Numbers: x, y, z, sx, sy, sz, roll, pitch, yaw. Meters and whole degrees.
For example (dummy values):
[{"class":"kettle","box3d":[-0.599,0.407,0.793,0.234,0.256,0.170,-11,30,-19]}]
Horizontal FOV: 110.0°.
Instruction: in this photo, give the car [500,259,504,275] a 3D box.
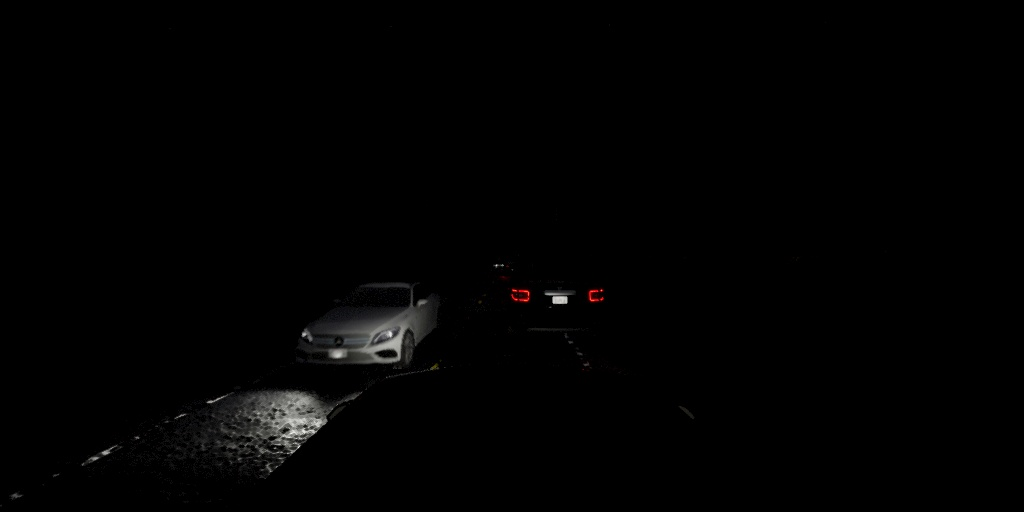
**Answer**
[{"class":"car","box3d":[0.036,1.222,38.246,1.882,1.535,5.008,0,0,0]}]

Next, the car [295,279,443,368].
[{"class":"car","box3d":[-2.754,1.276,7.995,1.812,1.442,4.674,0,0,0]}]

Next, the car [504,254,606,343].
[{"class":"car","box3d":[0.957,0.975,9.858,2.150,2.045,5.566,0,0,0]}]
